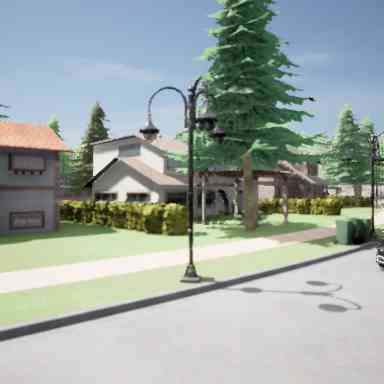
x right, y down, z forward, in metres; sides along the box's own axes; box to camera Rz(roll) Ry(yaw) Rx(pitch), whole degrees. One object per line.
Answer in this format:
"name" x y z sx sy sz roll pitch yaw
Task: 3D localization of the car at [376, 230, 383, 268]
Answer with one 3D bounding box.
"car" 7.425 1.529 10.389 4.892 1.490 1.837 0 0 -43
